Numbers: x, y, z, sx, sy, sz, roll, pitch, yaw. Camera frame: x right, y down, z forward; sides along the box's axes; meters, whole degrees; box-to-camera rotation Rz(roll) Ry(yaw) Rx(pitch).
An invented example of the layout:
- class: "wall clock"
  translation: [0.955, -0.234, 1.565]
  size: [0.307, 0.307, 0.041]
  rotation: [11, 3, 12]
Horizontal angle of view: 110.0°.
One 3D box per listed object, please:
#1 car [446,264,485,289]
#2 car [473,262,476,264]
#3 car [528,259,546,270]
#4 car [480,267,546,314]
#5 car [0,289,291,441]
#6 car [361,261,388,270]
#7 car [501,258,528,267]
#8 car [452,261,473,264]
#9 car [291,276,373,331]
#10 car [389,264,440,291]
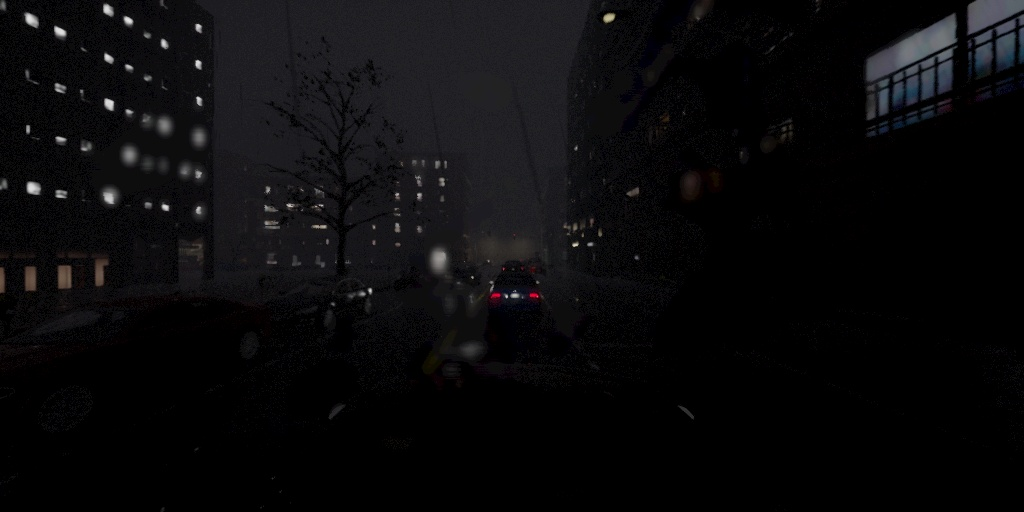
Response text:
- class: "car"
  translation: [-3.096, 1.382, 23.761]
  size: [1.895, 1.301, 4.718]
  rotation: [0, 0, 0]
- class: "car"
  translation: [-5.683, 1.412, 49.598]
  size: [1.802, 1.307, 4.207]
  rotation: [0, 0, 0]
- class: "car"
  translation: [2.696, 1.353, 38.540]
  size: [1.888, 1.381, 4.507]
  rotation: [0, 0, 0]
- class: "car"
  translation: [0.099, 1.314, 13.901]
  size: [2.033, 1.411, 5.357]
  rotation: [0, 0, 0]
- class: "car"
  translation: [-5.691, 1.300, 5.377]
  size: [1.888, 1.381, 4.507]
  rotation: [0, 0, 0]
- class: "car"
  translation: [-22.383, 1.740, 60.369]
  size: [4.403, 1.370, 2.007]
  rotation: [0, 0, 0]
- class: "car"
  translation: [0.102, 1.148, 32.308]
  size: [2.097, 1.767, 4.553]
  rotation: [0, 0, 0]
- class: "car"
  translation: [-5.685, 1.248, 38.542]
  size: [1.967, 1.591, 4.097]
  rotation: [0, 0, 0]
- class: "car"
  translation: [-5.690, 1.313, 10.905]
  size: [2.007, 1.370, 4.403]
  rotation: [0, 0, 0]
- class: "car"
  translation: [-5.688, 1.219, 21.960]
  size: [1.967, 1.591, 4.097]
  rotation: [0, 0, 0]
